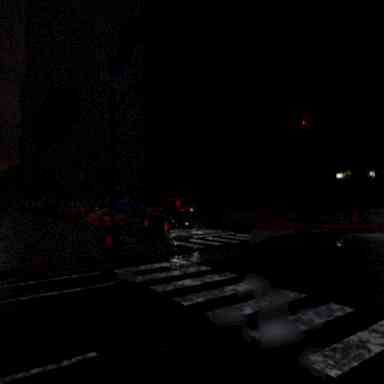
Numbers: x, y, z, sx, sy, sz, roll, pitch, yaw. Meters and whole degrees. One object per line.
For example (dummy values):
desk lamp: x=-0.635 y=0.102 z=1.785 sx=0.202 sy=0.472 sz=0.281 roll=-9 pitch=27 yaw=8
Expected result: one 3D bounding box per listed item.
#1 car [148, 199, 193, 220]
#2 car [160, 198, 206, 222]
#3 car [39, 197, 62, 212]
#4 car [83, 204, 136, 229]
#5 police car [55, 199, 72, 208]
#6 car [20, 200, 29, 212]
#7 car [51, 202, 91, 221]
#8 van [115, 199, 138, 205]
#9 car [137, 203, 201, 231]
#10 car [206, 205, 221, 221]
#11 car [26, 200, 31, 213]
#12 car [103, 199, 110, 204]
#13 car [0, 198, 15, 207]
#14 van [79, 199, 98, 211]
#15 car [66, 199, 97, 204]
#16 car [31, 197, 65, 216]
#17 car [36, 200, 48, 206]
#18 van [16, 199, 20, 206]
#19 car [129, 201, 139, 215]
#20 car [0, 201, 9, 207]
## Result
car: x=-2.245 y=1.670 z=33.699 sx=2.192 sy=1.841 sz=5.009 roll=-1 pitch=0 yaw=-35
car: x=-1.591 y=1.520 z=28.167 sx=2.150 sy=2.045 sz=5.566 roll=0 pitch=-1 yaw=-35
car: x=-22.008 y=1.863 z=51.547 sx=2.150 sy=2.045 sz=5.566 roll=0 pitch=-1 yaw=-35
car: x=-6.153 y=1.844 z=24.478 sx=1.752 sy=1.417 sz=4.829 roll=-1 pitch=0 yaw=-35
police car: x=-25.357 y=2.308 z=65.514 sx=1.930 sy=1.638 sz=5.238 roll=0 pitch=-1 yaw=-35
car: x=-23.246 y=2.157 z=48.503 sx=1.967 sy=1.590 sz=4.097 roll=-1 pitch=0 yaw=-35
car: x=-11.915 y=2.005 z=32.578 sx=2.008 sy=1.369 sz=4.403 roll=-1 pitch=0 yaw=-35
van: x=-8.133 y=1.834 z=41.997 sx=1.690 sy=1.788 sz=3.998 roll=-1 pitch=0 yaw=-35
car: x=-1.720 y=1.756 z=22.898 sx=1.837 sy=1.490 sz=4.892 roll=0 pitch=0 yaw=-35
car: x=0.704 y=1.830 z=29.550 sx=1.887 sy=1.381 sz=4.507 roll=-1 pitch=0 yaw=-35
car: x=-20.412 y=2.196 z=44.522 sx=1.887 sy=1.381 sz=4.507 roll=-1 pitch=0 yaw=-35
car: x=-11.077 y=1.876 z=46.145 sx=2.192 sy=1.841 sz=5.009 roll=-1 pitch=0 yaw=-35
car: x=-41.195 y=2.667 z=73.739 sx=1.887 sy=1.381 sz=4.507 roll=-1 pitch=0 yaw=-35
van: x=-16.965 y=2.039 z=54.442 sx=1.690 sy=1.788 sz=3.998 roll=-1 pitch=0 yaw=-35
car: x=-12.315 y=1.856 z=37.756 sx=2.097 sy=1.767 sz=4.553 roll=0 pitch=-1 yaw=-36
car: x=-17.585 y=1.901 z=40.541 sx=2.192 sy=1.841 sz=5.009 roll=-1 pitch=0 yaw=-35
car: x=-37.669 y=2.711 z=83.490 sx=2.008 sy=1.369 sz=4.403 roll=-1 pitch=0 yaw=-35
van: x=-26.080 y=2.123 z=52.485 sx=1.690 sy=1.788 sz=3.998 roll=-1 pitch=0 yaw=-35
car: x=-5.183 y=2.006 z=37.848 sx=1.802 sy=1.307 sz=4.206 roll=-1 pitch=0 yaw=-35
car: x=-44.311 y=2.771 z=78.120 sx=1.802 sy=1.307 sz=4.206 roll=-1 pitch=0 yaw=-35
